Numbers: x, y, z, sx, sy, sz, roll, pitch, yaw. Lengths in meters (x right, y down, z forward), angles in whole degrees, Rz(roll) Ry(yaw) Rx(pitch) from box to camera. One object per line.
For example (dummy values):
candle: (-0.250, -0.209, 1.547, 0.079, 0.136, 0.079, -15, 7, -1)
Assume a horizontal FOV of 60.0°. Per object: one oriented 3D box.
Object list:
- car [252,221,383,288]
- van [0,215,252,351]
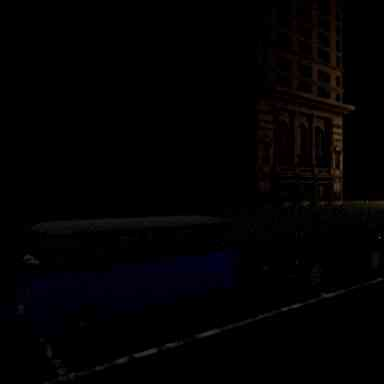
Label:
car: (3.569, 1.542, 9.195, 4.507, 1.381, 1.887, 0, 0, -35)
van: (-1.024, 1.341, 5.922, 3.998, 1.788, 1.690, 0, 0, -35)
